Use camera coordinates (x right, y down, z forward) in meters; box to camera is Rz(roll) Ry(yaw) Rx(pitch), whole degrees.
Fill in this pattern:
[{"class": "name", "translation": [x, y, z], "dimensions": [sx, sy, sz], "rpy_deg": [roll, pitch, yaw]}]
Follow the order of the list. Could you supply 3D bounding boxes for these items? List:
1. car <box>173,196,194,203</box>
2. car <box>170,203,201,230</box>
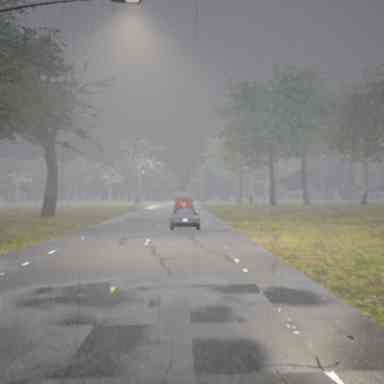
[{"class": "car", "translation": [-0.924, 1.472, 37.968], "dimensions": [2.150, 2.045, 5.566], "rpy_deg": [-1, 0, -1]}, {"class": "car", "translation": [-0.477, 1.705, 22.378], "dimensions": [1.994, 1.385, 4.181], "rpy_deg": [-1, 0, -2]}]
